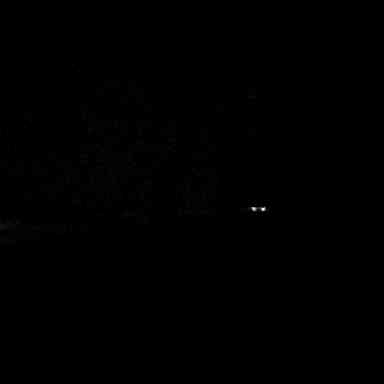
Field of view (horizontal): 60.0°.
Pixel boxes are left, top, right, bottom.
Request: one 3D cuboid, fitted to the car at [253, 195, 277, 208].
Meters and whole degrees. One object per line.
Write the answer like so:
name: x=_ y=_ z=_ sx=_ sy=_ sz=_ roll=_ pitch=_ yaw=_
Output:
car: x=12.116 y=1.489 z=54.888 sx=2.150 sy=2.045 sz=5.566 roll=0 pitch=-1 yaw=35
